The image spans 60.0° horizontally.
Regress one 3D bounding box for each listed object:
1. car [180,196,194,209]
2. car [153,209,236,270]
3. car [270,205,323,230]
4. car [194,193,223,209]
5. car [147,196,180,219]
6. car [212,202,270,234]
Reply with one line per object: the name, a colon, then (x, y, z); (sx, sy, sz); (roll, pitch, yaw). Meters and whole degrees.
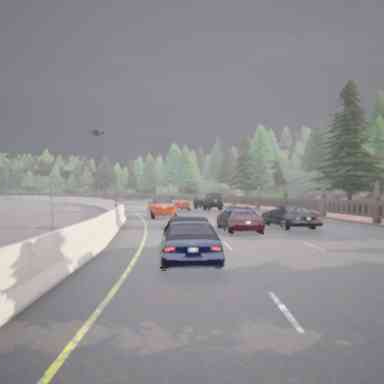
car: (-1.771, 1.249, 38.624); (2.097, 1.767, 4.553); (0, 0, -17)
car: (-0.120, 1.518, 10.973); (2.033, 1.411, 5.357); (0, 0, -3)
car: (5.992, 1.492, 20.522); (2.033, 1.411, 5.357); (0, 0, -8)
car: (1.807, 1.117, 39.039); (2.150, 2.045, 5.566); (0, 0, -17)
car: (-2.679, 1.275, 28.804); (2.097, 1.767, 4.553); (0, 0, -12)
car: (2.631, 1.513, 18.866); (1.994, 1.385, 4.181); (0, 0, -6)
